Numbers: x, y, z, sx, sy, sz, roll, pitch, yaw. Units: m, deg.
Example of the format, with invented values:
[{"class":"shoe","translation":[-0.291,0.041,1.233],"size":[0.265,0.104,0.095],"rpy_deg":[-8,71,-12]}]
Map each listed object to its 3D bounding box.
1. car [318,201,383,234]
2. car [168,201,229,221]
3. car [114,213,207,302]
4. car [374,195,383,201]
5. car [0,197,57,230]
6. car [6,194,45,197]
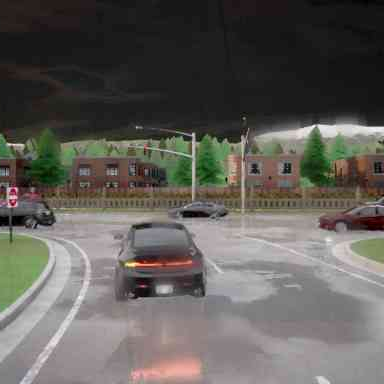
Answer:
[{"class":"car","translation":[9.674,1.478,18.521],"size":[5.008,1.535,1.882],"rpy_deg":[-1,0,6]},{"class":"car","translation":[0.502,1.491,26.521],"size":[4.902,1.511,2.128],"rpy_deg":[0,0,6]},{"class":"car","translation":[-0.885,1.505,8.386],"size":[1.837,1.490,4.892],"rpy_deg":[0,0,-9]},{"class":"car","translation":[16.983,1.222,28.313],"size":[5.566,2.045,2.150],"rpy_deg":[0,0,6]},{"class":"car","translation":[-10.953,1.351,20.684],"size":[4.553,1.767,2.097],"rpy_deg":[0,0,6]},{"class":"car","translation":[-16.670,1.222,31.840],"size":[5.566,2.045,2.150],"rpy_deg":[0,0,6]}]
